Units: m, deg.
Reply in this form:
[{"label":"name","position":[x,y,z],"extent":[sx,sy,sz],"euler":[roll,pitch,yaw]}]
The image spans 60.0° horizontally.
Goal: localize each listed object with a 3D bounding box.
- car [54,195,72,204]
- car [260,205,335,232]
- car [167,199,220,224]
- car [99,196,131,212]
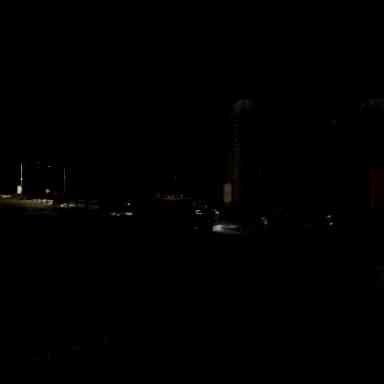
[{"label":"car","position":[-20.980,1.194,54.067],"extent":[2.128,1.511,4.902],"euler":[0,0,-36]},{"label":"car","position":[6.401,1.590,21.037],"extent":[2.128,1.511,4.902],"euler":[-1,1,-44]},{"label":"car","position":[0.016,1.373,24.697],"extent":[2.097,1.767,4.553],"euler":[0,0,-36]},{"label":"car","position":[-8.479,1.245,36.521],"extent":[2.097,1.767,4.553],"euler":[0,0,-36]}]
